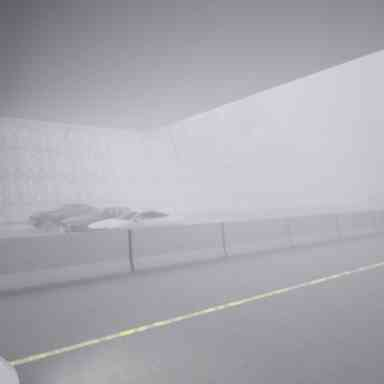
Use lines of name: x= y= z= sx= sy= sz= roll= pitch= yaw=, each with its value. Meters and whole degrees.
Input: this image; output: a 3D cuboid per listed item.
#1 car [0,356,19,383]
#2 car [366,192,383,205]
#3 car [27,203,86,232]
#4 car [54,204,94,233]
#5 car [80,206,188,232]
car: x=-3.309 y=1.538 z=1.387 sx=4.674 sy=1.442 sz=1.812 roll=0 pitch=0 yaw=-35
car: x=28.395 y=0.966 z=49.825 sx=5.566 sy=2.045 sz=2.150 roll=0 pitch=0 yaw=-35
car: x=-7.364 y=1.566 z=20.225 sx=4.718 sy=1.301 sz=1.895 roll=0 pitch=0 yaw=-35
car: x=-4.308 y=1.505 z=18.104 sx=5.357 sy=1.411 sz=2.033 roll=0 pitch=0 yaw=-35
car: x=-2.366 y=1.484 z=15.191 sx=4.674 sy=1.442 sz=1.812 roll=0 pitch=0 yaw=-35
